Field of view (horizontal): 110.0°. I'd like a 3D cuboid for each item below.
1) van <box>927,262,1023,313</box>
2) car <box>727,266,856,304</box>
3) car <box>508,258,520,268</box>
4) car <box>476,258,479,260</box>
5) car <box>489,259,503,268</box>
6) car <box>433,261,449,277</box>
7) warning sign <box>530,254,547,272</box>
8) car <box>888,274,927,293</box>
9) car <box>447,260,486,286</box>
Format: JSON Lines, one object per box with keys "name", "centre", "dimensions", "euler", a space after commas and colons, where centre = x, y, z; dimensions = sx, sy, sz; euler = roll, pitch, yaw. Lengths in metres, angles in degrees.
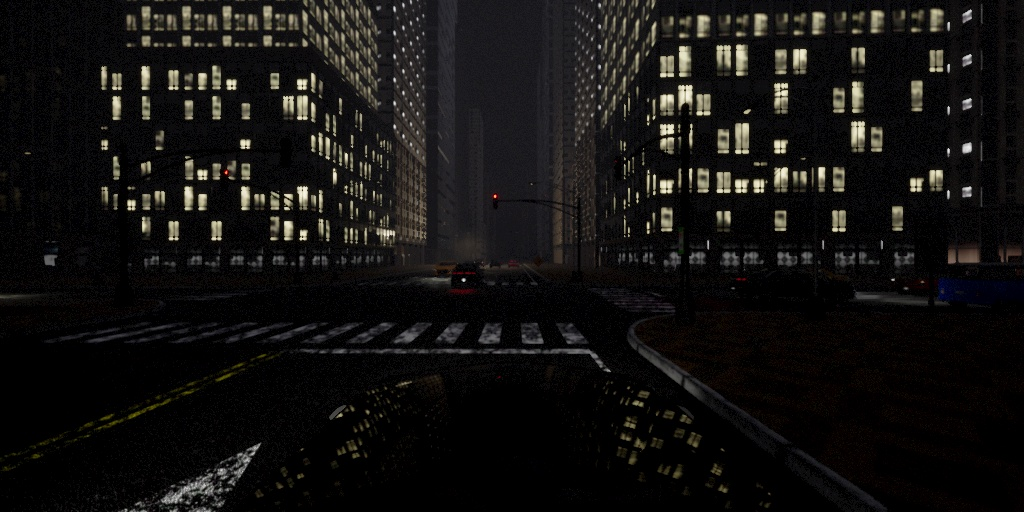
{"name": "van", "centre": [18.407, 1.116, 13.182], "dimensions": [3.998, 1.789, 1.690], "euler": [0, 0, 2]}
{"name": "car", "centre": [12.448, 1.258, 16.119], "dimensions": [4.902, 1.511, 2.128], "euler": [0, 0, 3]}
{"name": "car", "centre": [0.276, 1.444, 64.466], "dimensions": [1.895, 1.301, 4.718], "euler": [0, 0, 0]}
{"name": "car", "centre": [-6.371, 1.370, 52.141], "dimensions": [1.994, 1.385, 4.181], "euler": [0, 0, 0]}
{"name": "car", "centre": [-2.978, 1.345, 63.617], "dimensions": [1.837, 1.490, 4.892], "euler": [0, 0, 0]}
{"name": "car", "centre": [-6.450, 1.250, 35.616], "dimensions": [1.882, 1.535, 5.008], "euler": [0, 0, 0]}
{"name": "warning sign", "centre": [3.024, 0.898, 41.409], "dimensions": [1.300, 1.860, 1.060], "euler": [0, 0, 0]}
{"name": "car", "centre": [22.674, 1.370, 18.538], "dimensions": [4.718, 1.301, 1.895], "euler": [0, 0, 2]}
{"name": "car", "centre": [-3.049, 1.263, 25.152], "dimensions": [1.837, 1.490, 4.892], "euler": [0, 0, 0]}
